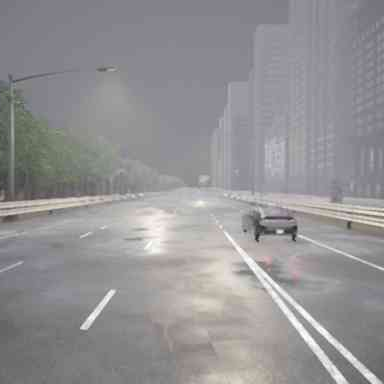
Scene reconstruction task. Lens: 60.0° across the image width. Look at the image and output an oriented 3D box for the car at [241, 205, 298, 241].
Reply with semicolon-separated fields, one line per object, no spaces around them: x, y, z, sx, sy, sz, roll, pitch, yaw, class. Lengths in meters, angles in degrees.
3.556;1.382;15.934;2.128;1.511;4.902;0;0;-1;car
